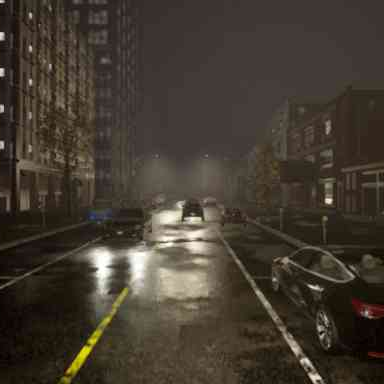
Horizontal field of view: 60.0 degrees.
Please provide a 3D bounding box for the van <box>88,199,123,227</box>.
[{"bbox_3d":[-5.702,1.361,22.482,1.690,1.788,3.998,0,0,0],"label":"van"}]

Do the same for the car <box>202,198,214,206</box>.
[{"bbox_3d":[2.657,1.647,55.707,1.802,1.307,4.206,0,0,0],"label":"car"}]

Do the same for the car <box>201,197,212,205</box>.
[{"bbox_3d":[2.654,1.619,61.244,1.887,1.381,4.507,0,0,0],"label":"car"}]

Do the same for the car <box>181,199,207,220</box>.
[{"bbox_3d":[0.078,1.552,28.134,1.812,1.442,4.674,0,0,0],"label":"car"}]

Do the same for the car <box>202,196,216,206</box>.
[{"bbox_3d":[2.661,1.497,50.170,1.967,1.590,4.097,0,0,0],"label":"car"}]

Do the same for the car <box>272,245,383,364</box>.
[{"bbox_3d":[2.689,1.571,5.874,1.947,1.339,4.313,0,0,0],"label":"car"}]

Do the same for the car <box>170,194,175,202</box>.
[{"bbox_3d":[-5.737,1.419,77.852,2.192,1.841,5.009,0,0,0],"label":"car"}]

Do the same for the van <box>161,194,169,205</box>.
[{"bbox_3d":[-5.727,1.415,61.240,1.690,1.788,3.998,0,0,0],"label":"van"}]

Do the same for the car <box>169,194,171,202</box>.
[{"bbox_3d":[-5.731,1.628,66.778,1.887,1.381,4.507,0,0,0],"label":"car"}]

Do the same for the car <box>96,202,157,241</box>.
[{"bbox_3d":[-3.109,1.492,16.845,1.882,1.535,5.008,0,0,0],"label":"car"}]

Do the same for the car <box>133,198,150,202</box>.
[{"bbox_3d":[-5.709,1.558,33.386,1.752,1.417,4.829,0,0,0],"label":"car"}]

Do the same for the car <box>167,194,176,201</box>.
[{"bbox_3d":[-5.749,1.454,94.463,2.192,1.841,5.009,0,0,0],"label":"car"}]

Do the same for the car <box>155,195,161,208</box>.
[{"bbox_3d":[-5.716,1.489,44.630,1.967,1.590,4.097,0,0,0],"label":"car"}]

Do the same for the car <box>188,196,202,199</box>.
[{"bbox_3d":[0.071,1.528,45.963,1.882,1.535,5.008,0,0,0],"label":"car"}]

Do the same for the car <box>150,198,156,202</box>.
[{"bbox_3d":[-5.713,1.623,39.092,1.802,1.307,4.206,0,0,0],"label":"car"}]

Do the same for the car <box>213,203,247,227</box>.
[{"bbox_3d":[2.678,1.602,22.485,1.802,1.307,4.206,0,0,0],"label":"car"}]

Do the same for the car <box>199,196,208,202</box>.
[{"bbox_3d":[2.642,1.670,77.856,1.947,1.339,4.313,0,0,0],"label":"car"}]
